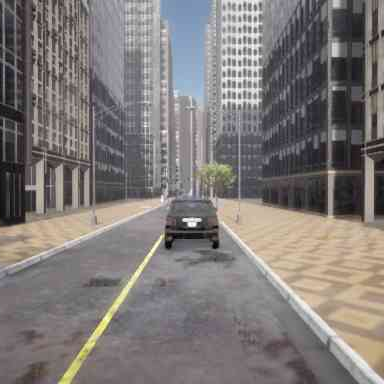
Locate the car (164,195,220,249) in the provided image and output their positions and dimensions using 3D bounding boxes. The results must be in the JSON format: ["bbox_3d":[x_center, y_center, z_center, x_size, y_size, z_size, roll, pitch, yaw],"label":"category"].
[{"bbox_3d":[0.000,1.256,14.681,2.150,2.045,5.566,0,0,0],"label":"car"}]

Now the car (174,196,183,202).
[{"bbox_3d":[-3.000,1.557,75.610,1.812,1.442,4.674,0,0,0],"label":"car"}]

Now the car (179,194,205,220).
[{"bbox_3d":[0.000,1.261,29.682,2.150,2.045,5.566,0,0,0],"label":"car"}]
